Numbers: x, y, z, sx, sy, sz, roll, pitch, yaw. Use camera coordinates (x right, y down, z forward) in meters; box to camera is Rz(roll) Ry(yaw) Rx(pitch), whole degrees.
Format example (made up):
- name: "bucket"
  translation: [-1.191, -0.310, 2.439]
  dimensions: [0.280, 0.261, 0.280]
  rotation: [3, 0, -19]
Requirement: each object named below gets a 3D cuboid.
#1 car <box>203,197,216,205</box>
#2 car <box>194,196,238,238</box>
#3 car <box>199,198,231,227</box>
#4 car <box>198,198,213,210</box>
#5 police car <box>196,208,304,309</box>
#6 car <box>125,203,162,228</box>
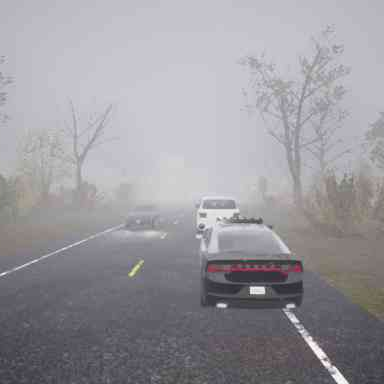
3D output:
- name: "car"
  translation: [3.376, 1.709, 63.435]
  dimensions: [2.033, 1.411, 5.357]
  rotation: [0, 0, 6]
- name: "car"
  translation: [1.366, 1.233, 17.970]
  dimensions: [2.150, 2.045, 5.566]
  rotation: [0, 0, 2]
- name: "car"
  translation: [1.582, 1.366, 23.880]
  dimensions: [2.097, 1.767, 4.553]
  rotation: [0, 0, 2]
- name: "car"
  translation: [1.927, 1.584, 46.354]
  dimensions: [1.837, 1.490, 4.892]
  rotation: [0, 0, 5]
- name: "police car"
  translation: [1.127, 1.428, 8.097]
  dimensions: [1.930, 1.638, 5.238]
  rotation: [0, 0, 1]
- name: "car"
  translation: [-3.115, 1.517, 22.075]
  dimensions: [1.837, 1.490, 4.892]
  rotation: [0, 0, 2]
